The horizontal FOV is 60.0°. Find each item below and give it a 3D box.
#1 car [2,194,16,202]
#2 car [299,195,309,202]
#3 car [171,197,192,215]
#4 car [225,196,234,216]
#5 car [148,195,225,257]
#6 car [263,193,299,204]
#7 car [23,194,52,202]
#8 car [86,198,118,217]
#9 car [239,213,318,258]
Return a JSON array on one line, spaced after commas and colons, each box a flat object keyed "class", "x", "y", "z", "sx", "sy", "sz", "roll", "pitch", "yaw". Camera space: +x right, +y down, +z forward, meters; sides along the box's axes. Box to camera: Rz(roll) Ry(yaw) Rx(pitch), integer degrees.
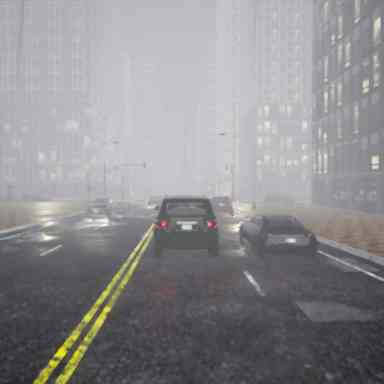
[{"class": "car", "x": -30.433, "y": 0.968, "z": 53.082, "sx": 4.206, "sy": 1.307, "sz": 1.802, "roll": 0, "pitch": 1, "yaw": -1}, {"class": "car", "x": 19.428, "y": 1.095, "z": 62.776, "sx": 4.829, "sy": 1.417, "sz": 1.752, "roll": 0, "pitch": 1, "yaw": -1}, {"class": "car", "x": -0.977, "y": 1.264, "z": 30.783, "sx": 1.812, "sy": 1.442, "sz": 4.674, "roll": 0, "pitch": 0, "yaw": -2}, {"class": "car", "x": 2.331, "y": 1.099, "z": 29.413, "sx": 2.097, "sy": 1.767, "sz": 4.553, "roll": 0, "pitch": 1, "yaw": -2}, {"class": "car", "x": -0.249, "y": 1.118, "z": 12.681, "sx": 2.150, "sy": 2.045, "sz": 5.566, "roll": 0, "pitch": 1, "yaw": -2}, {"class": "car", "x": 14.167, "y": 1.048, "z": 54.264, "sx": 5.009, "sy": 1.841, "sz": 2.192, "roll": 0, "pitch": 1, "yaw": -1}, {"class": "car", "x": -24.749, "y": 0.997, "z": 53.184, "sx": 4.313, "sy": 1.339, "sz": 1.947, "roll": 0, "pitch": 1, "yaw": -1}, {"class": "car", "x": -7.571, "y": 1.260, "z": 28.208, "sx": 2.128, "sy": 1.511, "sz": 4.902, "roll": 0, "pitch": 0, "yaw": -2}, {"class": "car", "x": 3.004, "y": 1.458, "z": 12.330, "sx": 1.994, "sy": 1.385, "sz": 4.181, "roll": 0, "pitch": 1, "yaw": -2}]
